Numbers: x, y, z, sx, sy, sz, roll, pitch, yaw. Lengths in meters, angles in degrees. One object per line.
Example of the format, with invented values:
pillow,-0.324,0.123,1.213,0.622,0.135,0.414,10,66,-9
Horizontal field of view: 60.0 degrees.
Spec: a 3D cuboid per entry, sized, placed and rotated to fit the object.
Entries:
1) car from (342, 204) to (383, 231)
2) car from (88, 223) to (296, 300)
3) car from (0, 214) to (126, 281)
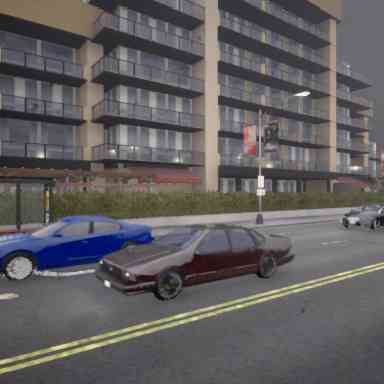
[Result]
car,11.270,1.493,20.659,4.902,1.511,2.128,0,0,-36
car,0.381,1.548,8.565,5.357,1.411,2.033,0,0,-36
car,-3.557,1.478,10.054,5.008,1.535,1.882,0,0,-35
